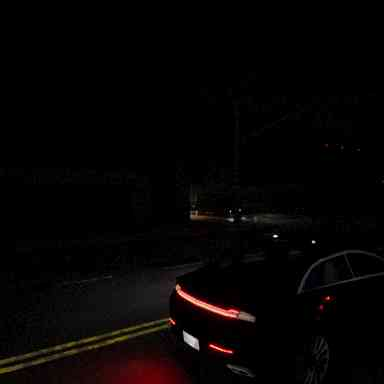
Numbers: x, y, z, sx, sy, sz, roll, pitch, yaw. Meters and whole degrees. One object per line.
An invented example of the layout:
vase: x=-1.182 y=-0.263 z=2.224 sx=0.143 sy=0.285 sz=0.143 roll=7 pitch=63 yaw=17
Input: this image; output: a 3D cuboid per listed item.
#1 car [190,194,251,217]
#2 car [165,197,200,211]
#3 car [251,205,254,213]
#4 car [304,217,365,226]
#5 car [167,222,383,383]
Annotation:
car: x=2.546 y=1.221 z=31.277 sx=2.150 sy=2.045 sz=5.566 roll=0 pitch=0 yaw=-36
car: x=-1.274 y=1.491 z=42.241 sx=2.128 sy=1.511 sz=4.902 roll=0 pitch=0 yaw=-37
car: x=4.264 y=1.478 z=34.820 sx=1.882 sy=1.535 sz=5.008 roll=0 pitch=0 yaw=-37
car: x=4.979 y=1.601 z=11.973 sx=4.718 sy=1.301 sz=1.895 roll=0 pitch=0 yaw=-37
car: x=1.964 y=1.492 z=5.231 sx=4.902 sy=1.511 sz=2.128 roll=0 pitch=0 yaw=-35
